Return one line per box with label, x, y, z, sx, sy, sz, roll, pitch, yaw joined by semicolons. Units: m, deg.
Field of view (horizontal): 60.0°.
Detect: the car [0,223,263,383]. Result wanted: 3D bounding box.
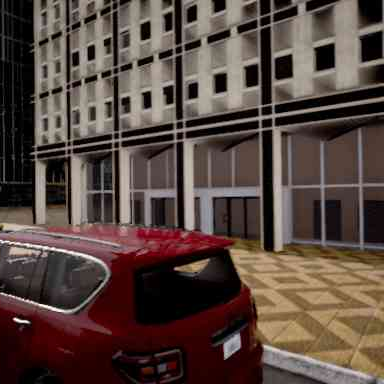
car;-1.623;1.312;4.055;5.009;1.841;2.192;0;-1;36
